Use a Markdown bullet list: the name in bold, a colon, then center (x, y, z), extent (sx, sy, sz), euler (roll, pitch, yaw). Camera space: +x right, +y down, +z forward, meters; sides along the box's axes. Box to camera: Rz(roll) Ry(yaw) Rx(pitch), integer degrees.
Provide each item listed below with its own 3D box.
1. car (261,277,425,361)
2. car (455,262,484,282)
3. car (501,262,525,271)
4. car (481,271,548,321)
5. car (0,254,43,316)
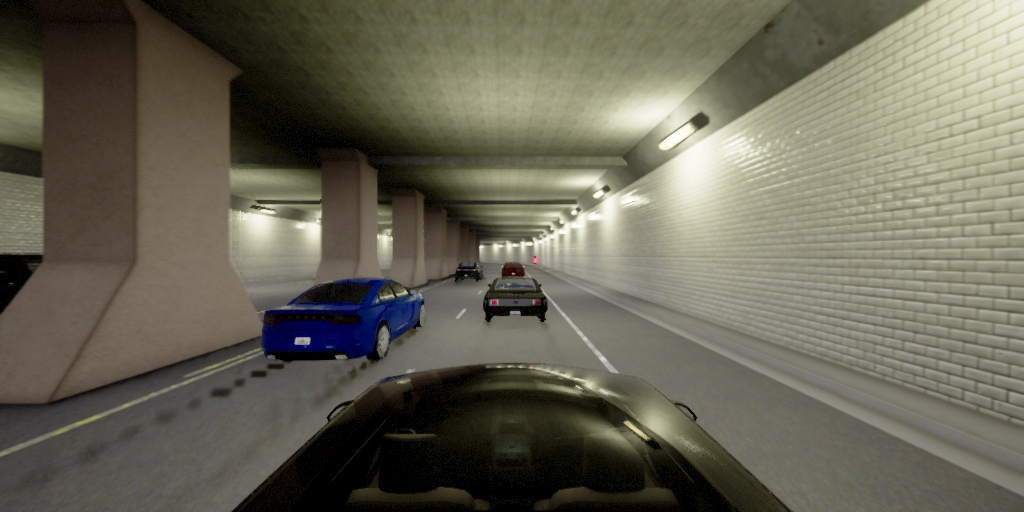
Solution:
- **car**: center (-3.399, 1.229, 8.296), extent (1.882, 1.535, 5.008), euler (0, 0, 0)
- **car**: center (-3.397, 1.248, 28.892), extent (2.128, 1.511, 4.902), euler (0, 0, 0)
- **car**: center (0.102, 1.235, 30.504), extent (1.882, 1.535, 5.008), euler (0, 0, 0)
- **car**: center (0.100, 1.354, 12.422), extent (1.895, 1.301, 4.718), euler (0, 0, 0)
- **car**: center (-10.599, 0.972, 6.011), extent (2.150, 2.045, 5.566), euler (0, 0, 0)
